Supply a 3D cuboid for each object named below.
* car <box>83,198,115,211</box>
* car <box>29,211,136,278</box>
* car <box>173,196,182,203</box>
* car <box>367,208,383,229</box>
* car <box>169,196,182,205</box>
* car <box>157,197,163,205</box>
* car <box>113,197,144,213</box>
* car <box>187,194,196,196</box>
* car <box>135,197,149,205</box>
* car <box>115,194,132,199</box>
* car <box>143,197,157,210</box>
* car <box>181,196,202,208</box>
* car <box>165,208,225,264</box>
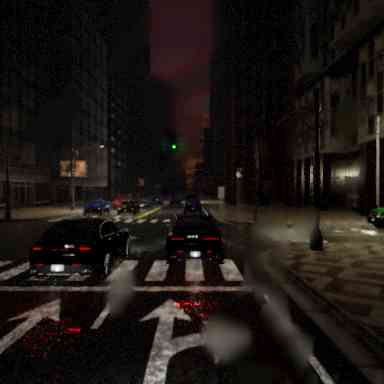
[{"bbox_3d":[-9.842,1.576,34.799,1.882,1.535,5.008,0,0,-1],"label":"car"},{"bbox_3d":[-3.152,1.539,10.207,1.837,1.490,4.892,0,0,0],"label":"car"},{"bbox_3d":[-3.267,1.609,73.992,1.812,1.442,4.674,0,0,0],"label":"car"},{"bbox_3d":[13.581,1.327,19.925,5.566,2.045,2.150,0,1,0],"label":"car"},{"bbox_3d":[-3.265,1.750,63.990,1.994,1.385,4.181,0,0,0],"label":"car"},{"bbox_3d":[-6.541,1.680,62.336,1.837,1.490,4.892,0,1,1],"label":"car"},{"bbox_3d":[-6.600,1.604,35.257,1.837,1.490,4.892,0,0,0],"label":"car"},{"bbox_3d":[-0.014,1.408,63.705,2.150,2.045,5.566,0,0,0],"label":"car"},{"bbox_3d":[-9.764,1.752,65.333,1.994,1.385,4.181,0,0,0],"label":"car"},{"bbox_3d":[-9.844,1.352,48.011,2.150,2.045,5.566,0,1,-1],"label":"car"},{"bbox_3d":[-6.591,1.624,46.495,2.128,1.511,4.902,0,0,0],"label":"car"},{"bbox_3d":[0.091,1.582,36.850,1.882,1.535,5.008,0,0,0],"label":"car"},{"bbox_3d":[0.096,1.553,11.986,1.837,1.490,4.892,0,0,0],"label":"car"}]
